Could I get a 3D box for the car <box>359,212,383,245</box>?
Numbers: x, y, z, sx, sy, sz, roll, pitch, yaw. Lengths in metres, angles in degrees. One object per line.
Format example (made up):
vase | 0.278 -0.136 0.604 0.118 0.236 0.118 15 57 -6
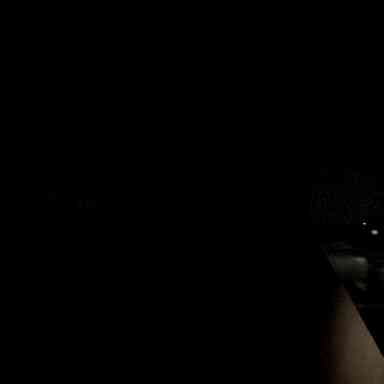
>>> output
car | 9.600 1.210 13.521 5.566 2.045 2.150 1 1 -18
